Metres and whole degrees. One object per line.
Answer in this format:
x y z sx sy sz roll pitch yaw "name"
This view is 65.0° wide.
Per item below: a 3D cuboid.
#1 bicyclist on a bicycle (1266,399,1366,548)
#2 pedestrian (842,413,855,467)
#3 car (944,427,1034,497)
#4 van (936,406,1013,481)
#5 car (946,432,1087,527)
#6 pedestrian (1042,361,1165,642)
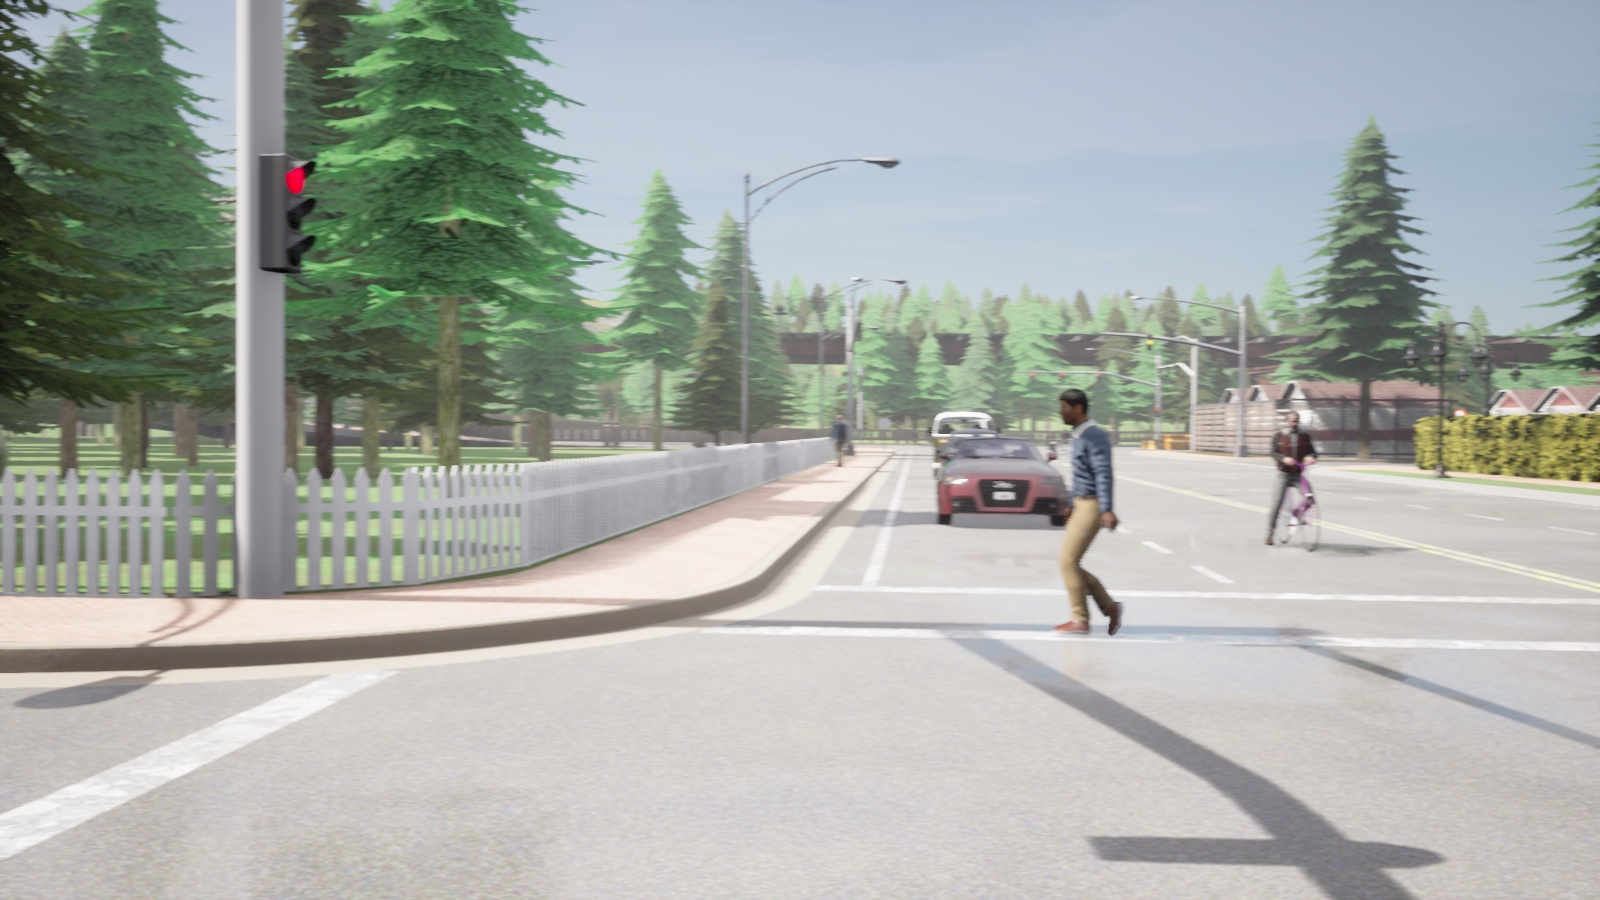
6.487 0.270 15.867 0.659 1.776 1.843 -1 1 6 "bicyclist on a bicycle"
1.695 -0.348 43.717 0.402 1.842 0.726 -1 1 6 "pedestrian"
4.243 0.227 28.659 1.845 1.501 3.633 -1 1 6 "car"
5.056 -0.206 36.845 2.069 2.038 4.480 -1 1 6 "van"
3.458 0.416 20.756 1.994 1.385 4.181 -1 1 6 "car"
2.151 0.358 8.949 0.788 1.949 0.423 -1 1 7 "pedestrian"
